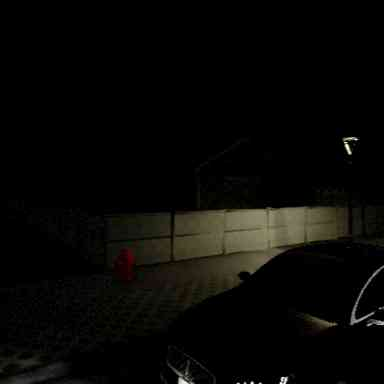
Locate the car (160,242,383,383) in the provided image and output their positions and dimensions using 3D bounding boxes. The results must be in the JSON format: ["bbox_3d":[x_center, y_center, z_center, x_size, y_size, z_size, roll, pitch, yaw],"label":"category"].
[{"bbox_3d":[1.909,1.516,4.434,4.892,1.490,1.837,0,0,-35],"label":"car"}]
